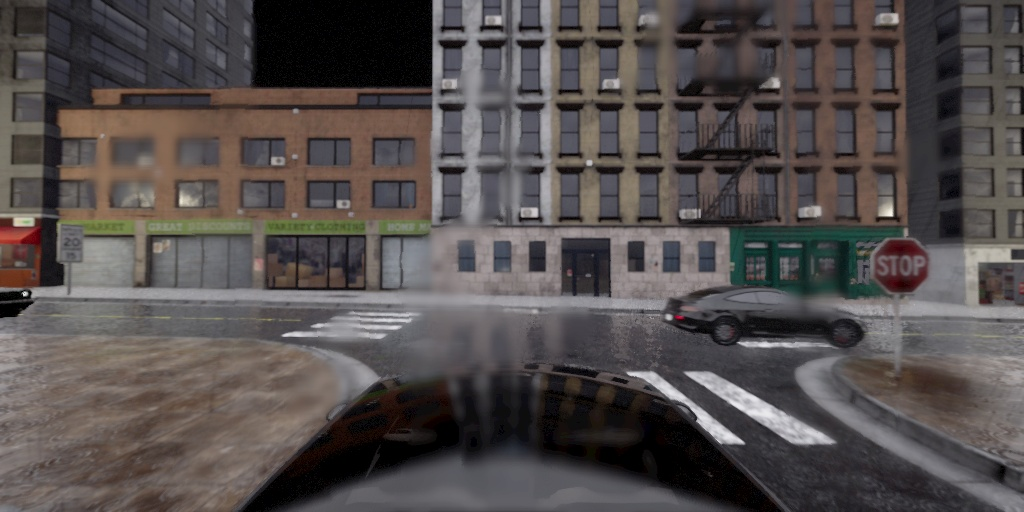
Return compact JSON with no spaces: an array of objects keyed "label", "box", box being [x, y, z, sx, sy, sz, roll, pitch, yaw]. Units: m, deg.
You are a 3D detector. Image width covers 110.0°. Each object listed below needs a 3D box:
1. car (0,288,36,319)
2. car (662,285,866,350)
[{"label":"car","box":[-16.056,1.116,9.542,4.718,1.301,1.895,1,-1,0]},{"label":"car","box":[6.432,1.499,9.461,4.674,1.442,1.812,1,-1,0]}]
